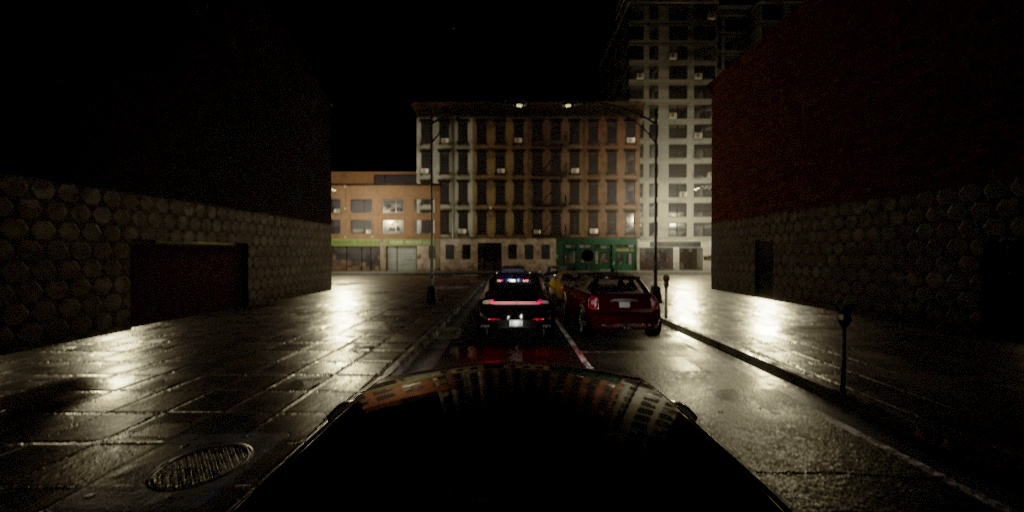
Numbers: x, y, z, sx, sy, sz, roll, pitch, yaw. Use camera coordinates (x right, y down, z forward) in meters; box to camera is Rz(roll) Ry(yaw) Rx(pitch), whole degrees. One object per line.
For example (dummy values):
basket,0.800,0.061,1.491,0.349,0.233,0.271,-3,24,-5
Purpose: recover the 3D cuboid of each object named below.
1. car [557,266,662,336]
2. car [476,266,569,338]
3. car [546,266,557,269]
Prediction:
car,2.611,1.149,10.269,1.967,1.591,4.097,0,0,0
car,0.075,1.202,10.035,2.128,1.511,4.902,0,0,0
car,2.593,1.209,15.915,1.751,1.417,4.829,0,0,0
